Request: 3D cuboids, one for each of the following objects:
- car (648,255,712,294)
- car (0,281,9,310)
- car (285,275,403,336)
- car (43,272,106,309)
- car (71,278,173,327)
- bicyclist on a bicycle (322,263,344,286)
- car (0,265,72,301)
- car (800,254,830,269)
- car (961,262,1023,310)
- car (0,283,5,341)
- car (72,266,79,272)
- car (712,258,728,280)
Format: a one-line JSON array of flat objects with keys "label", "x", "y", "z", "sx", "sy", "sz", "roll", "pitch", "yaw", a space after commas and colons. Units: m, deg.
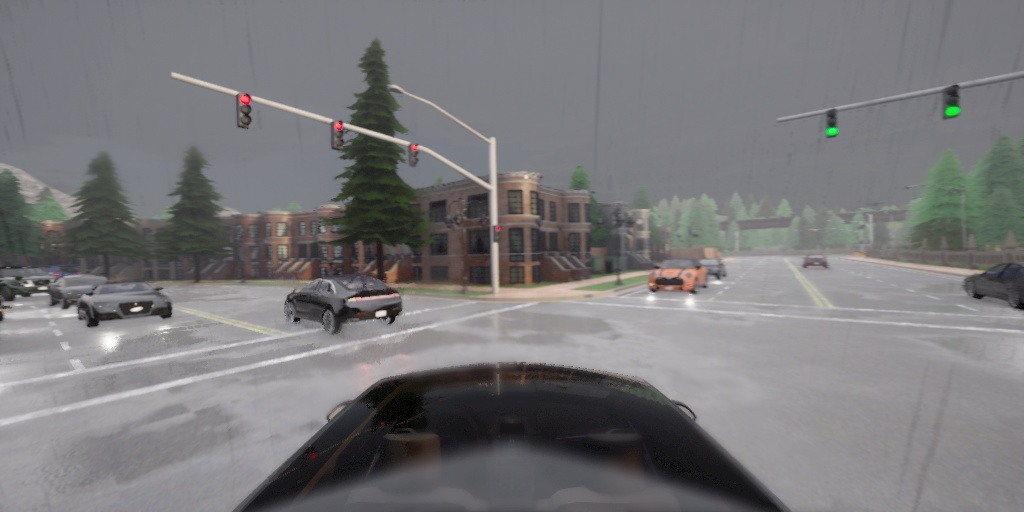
[{"label": "car", "x": 8.549, "y": 0.872, "z": 18.345, "sx": 2.097, "sy": 1.767, "sz": 4.553, "roll": -1, "pitch": 0, "yaw": 37}, {"label": "car", "x": -20.720, "y": 1.815, "z": 13.454, "sx": 4.718, "sy": 1.301, "sz": 1.895, "roll": -1, "pitch": 0, "yaw": 34}, {"label": "car", "x": -5.290, "y": 1.348, "z": 11.015, "sx": 4.902, "sy": 1.511, "sz": 2.128, "roll": -1, "pitch": 0, "yaw": 41}, {"label": "car", "x": -21.447, "y": 1.728, "z": 17.991, "sx": 4.892, "sy": 1.490, "sz": 1.837, "roll": -1, "pitch": 0, "yaw": 31}, {"label": "car", "x": -14.100, "y": 1.624, "z": 13.046, "sx": 4.181, "sy": 1.385, "sz": 1.994, "roll": -1, "pitch": 0, "yaw": 35}, {"label": "bicyclist on a bicycle", "x": -12.910, "y": 1.312, "z": 25.840, "sx": 0.582, "sy": 1.620, "sz": 1.656, "roll": -1, "pitch": 0, "yaw": 35}, {"label": "car", "x": -30.987, "y": 1.660, "z": 22.456, "sx": 5.566, "sy": 2.045, "sz": 2.150, "roll": -1, "pitch": 0, "yaw": 17}, {"label": "car", "x": 30.619, "y": 0.496, "z": 36.306, "sx": 1.812, "sy": 1.442, "sz": 4.674, "roll": -1, "pitch": 0, "yaw": 36}, {"label": "car", "x": 16.767, "y": 0.887, "z": 11.460, "sx": 2.033, "sy": 1.411, "sz": 5.357, "roll": -1, "pitch": 0, "yaw": 36}, {"label": "car", "x": -13.168, "y": 1.552, "z": 8.099, "sx": 4.892, "sy": 1.490, "sz": 1.837, "roll": -1, "pitch": 0, "yaw": 36}, {"label": "car", "x": -41.433, "y": 1.888, "z": 31.594, "sx": 5.566, "sy": 2.045, "sz": 2.150, "roll": -1, "pitch": 0, "yaw": 3}, {"label": "car", "x": 14.456, "y": 0.893, "z": 26.332, "sx": 1.812, "sy": 1.442, "sz": 4.674, "roll": -1, "pitch": 0, "yaw": 37}]
